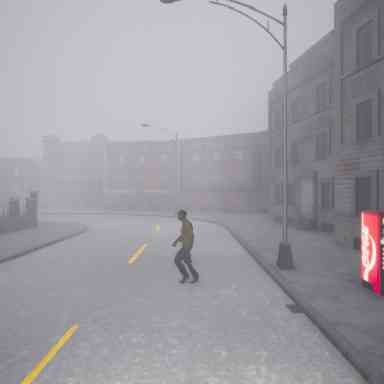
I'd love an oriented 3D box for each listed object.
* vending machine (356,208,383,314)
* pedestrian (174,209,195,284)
[{"bbox_3d":[4.299,1.415,7.146,1.100,2.100,0.880,0,0,0],"label":"vending machine"},{"bbox_3d":[-0.173,1.294,8.090,0.375,1.860,0.375,0,0,0],"label":"pedestrian"}]
